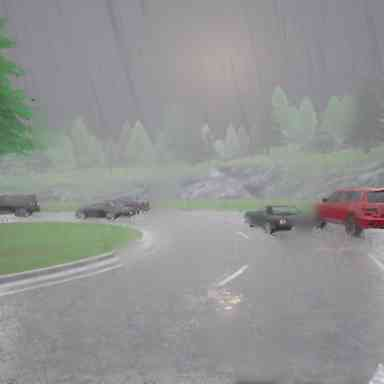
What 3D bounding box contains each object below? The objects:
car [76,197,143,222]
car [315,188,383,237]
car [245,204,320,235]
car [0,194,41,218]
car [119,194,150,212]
[{"bbox_3d":[-6.440,1.339,24.598,4.902,1.511,2.128,-1,0,28],"label":"car"},{"bbox_3d":[7.674,0.838,15.650,2.150,2.045,5.566,-1,1,-4],"label":"car"},{"bbox_3d":[4.150,1.291,16.656,1.895,1.301,4.718,-1,1,-9],"label":"car"},{"bbox_3d":[-16.338,1.252,29.234,5.566,2.045,2.150,-1,1,-7],"label":"car"},{"bbox_3d":[-6.380,1.105,31.941,4.553,1.767,2.097,-1,1,20],"label":"car"}]
